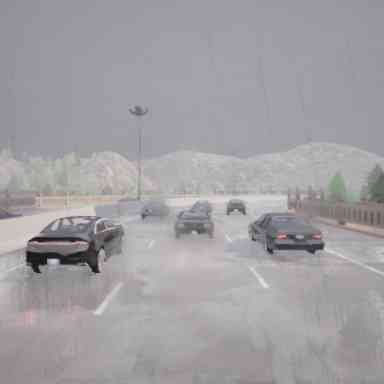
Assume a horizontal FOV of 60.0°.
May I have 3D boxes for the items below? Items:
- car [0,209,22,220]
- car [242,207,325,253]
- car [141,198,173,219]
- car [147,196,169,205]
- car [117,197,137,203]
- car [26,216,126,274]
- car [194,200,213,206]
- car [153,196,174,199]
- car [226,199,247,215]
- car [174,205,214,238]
[{"bbox_3d":[-10.579,1.548,16.837,2.033,1.411,5.357,0,0,0],"label":"car"},{"bbox_3d":[3.607,1.548,13.618,2.033,1.411,5.357,0,0,0],"label":"car"},{"bbox_3d":[-3.079,1.548,28.819,2.033,1.411,5.357,0,0,4],"label":"car"},{"bbox_3d":[-6.251,1.504,61.617,1.837,1.490,4.892,0,0,22],"label":"car"},{"bbox_3d":[-11.298,1.565,58.131,1.994,1.385,4.181,0,0,20],"label":"car"},{"bbox_3d":[-3.395,1.492,10.576,2.128,1.511,4.902,0,0,0],"label":"car"},{"bbox_3d":[1.165,1.565,35.069,1.994,1.385,4.181,0,0,8],"label":"car"},{"bbox_3d":[-4.411,1.506,56.652,1.837,1.490,4.892,0,0,20],"label":"car"},{"bbox_3d":[4.575,1.506,34.340,1.837,1.490,4.892,0,0,8],"label":"car"},{"bbox_3d":[0.111,1.602,17.683,1.895,1.301,4.718,0,0,0],"label":"car"}]
